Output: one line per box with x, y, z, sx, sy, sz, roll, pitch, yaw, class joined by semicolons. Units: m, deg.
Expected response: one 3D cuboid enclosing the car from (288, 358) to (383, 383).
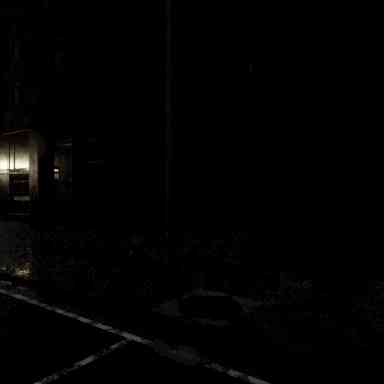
2.462;1.545;1.209;4.507;1.381;1.887;0;0;36;car
